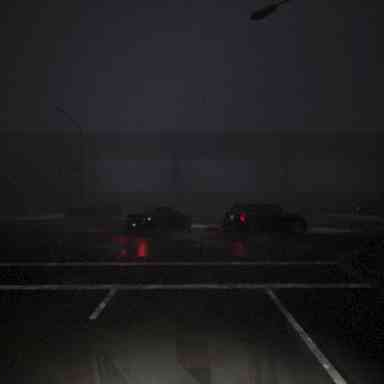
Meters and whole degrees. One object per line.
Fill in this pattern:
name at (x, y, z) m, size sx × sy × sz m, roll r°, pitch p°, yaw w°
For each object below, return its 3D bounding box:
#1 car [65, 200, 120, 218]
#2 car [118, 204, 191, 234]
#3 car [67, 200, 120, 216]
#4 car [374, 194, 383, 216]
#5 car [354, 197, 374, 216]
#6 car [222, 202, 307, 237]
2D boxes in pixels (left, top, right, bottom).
car at (-8.437, 1.468, 28.789) m, size 4.902 × 1.511 × 2.128 m, roll 0°, pitch 0°, yaw 0°
car at (-1.832, 1.510, 19.161) m, size 1.812 × 1.442 × 4.674 m, roll -1°, pitch -1°, yaw 30°
car at (-9.477, 1.500, 32.283) m, size 4.674 × 1.442 × 1.812 m, roll 0°, pitch 0°, yaw 0°
car at (18.719, 1.329, 28.577) m, size 4.553 × 1.767 × 2.097 m, roll 0°, pitch 0°, yaw 1°
car at (18.759, 1.196, 32.081) m, size 5.566 × 2.045 × 2.150 m, roll 0°, pitch 0°, yaw 1°
car at (3.969, 1.338, 17.869) m, size 4.553 × 1.767 × 2.097 m, roll 0°, pitch 1°, yaw -26°
